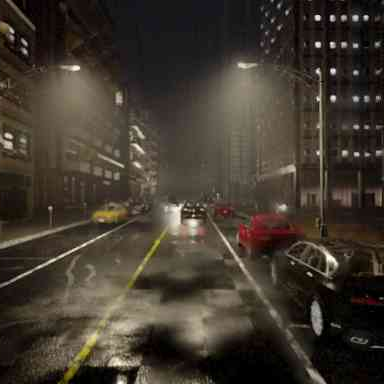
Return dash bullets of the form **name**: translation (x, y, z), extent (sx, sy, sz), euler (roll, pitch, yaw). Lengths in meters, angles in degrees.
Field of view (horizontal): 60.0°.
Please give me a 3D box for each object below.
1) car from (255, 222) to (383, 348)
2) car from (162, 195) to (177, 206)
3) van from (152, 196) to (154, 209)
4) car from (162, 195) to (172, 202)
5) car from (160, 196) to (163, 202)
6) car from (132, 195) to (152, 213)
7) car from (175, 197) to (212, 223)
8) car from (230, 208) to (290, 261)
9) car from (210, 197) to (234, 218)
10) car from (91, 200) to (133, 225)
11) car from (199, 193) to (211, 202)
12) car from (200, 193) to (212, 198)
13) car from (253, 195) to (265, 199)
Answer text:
- **car**: translation (2.674, 1.531, 6.221), extent (2.008, 1.369, 4.403), euler (1, 0, 0)
- **car**: translation (-3.005, 1.388, 50.278), extent (1.812, 1.442, 4.674), euler (0, 0, 0)
- **van**: translation (-5.663, 1.226, 40.529), extent (1.690, 1.788, 3.998), euler (1, 0, 0)
- **car**: translation (-5.662, 1.386, 74.713), extent (1.947, 1.339, 4.313), euler (1, 0, 0)
- **car**: translation (-5.663, 1.410, 69.016), extent (1.802, 1.307, 4.206), euler (1, 0, 0)
- **car**: translation (-5.666, 1.340, 34.831), extent (1.967, 1.590, 4.097), euler (1, 0, 0)
- **car**: translation (0.105, 1.417, 24.939), extent (2.128, 1.511, 4.902), euler (0, 0, 0)
- **car**: translation (2.675, 1.507, 11.919), extent (1.887, 1.381, 4.507), euler (1, 0, 0)
- **car**: translation (2.678, 1.459, 29.012), extent (1.887, 1.381, 4.507), euler (1, 0, 0)
- **car**: translation (-5.670, 1.455, 23.267), extent (1.752, 1.417, 4.829), euler (1, 0, 0)
- **car**: translation (2.688, 1.143, 68.901), extent (2.192, 1.841, 5.009), euler (1, 0, 0)
- **car**: translation (2.684, 1.288, 57.503), extent (1.967, 1.590, 4.097), euler (1, 0, 0)
- **car**: translation (17.940, 1.398, 86.263), extent (4.403, 1.369, 2.008), euler (0, -1, 0)
